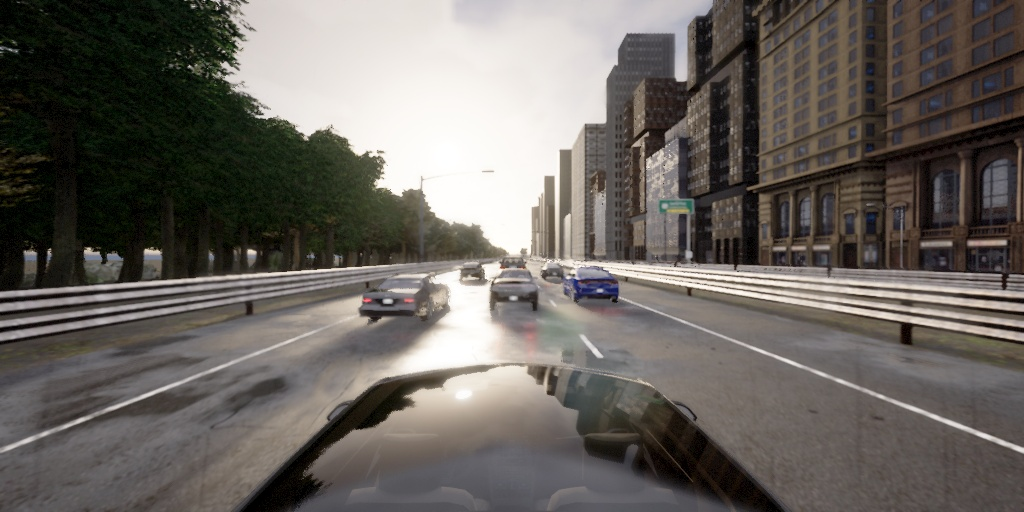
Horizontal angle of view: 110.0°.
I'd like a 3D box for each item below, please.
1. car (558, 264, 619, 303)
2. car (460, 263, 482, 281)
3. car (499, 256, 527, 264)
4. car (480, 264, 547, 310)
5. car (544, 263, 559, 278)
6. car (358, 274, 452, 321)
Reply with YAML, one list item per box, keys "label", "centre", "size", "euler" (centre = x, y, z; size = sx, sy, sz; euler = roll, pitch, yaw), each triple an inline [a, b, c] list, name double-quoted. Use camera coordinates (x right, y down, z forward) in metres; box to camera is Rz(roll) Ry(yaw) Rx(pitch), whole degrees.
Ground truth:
- label: "car"
  centre: [3.587, 1.259, 17.024]
  size: [1.882, 1.535, 5.008]
  euler: [0, 0, 0]
- label: "car"
  centre: [-3.403, 1.323, 31.369]
  size: [1.837, 1.490, 4.892]
  euler: [0, 0, 0]
- label: "car"
  centre: [0.089, 1.037, 30.302]
  size: [2.150, 2.045, 5.566]
  euler: [0, 0, 0]
- label: "car"
  centre: [0.074, 1.264, 14.797]
  size: [2.128, 1.511, 4.902]
  euler: [0, 0, 0]
- label: "car"
  centre: [3.602, 1.345, 32.281]
  size: [1.812, 1.442, 4.674]
  euler: [0, 0, 0]
- label: "car"
  centre: [-3.445, 1.317, 12.523]
  size: [2.033, 1.411, 5.357]
  euler: [0, 0, 1]
